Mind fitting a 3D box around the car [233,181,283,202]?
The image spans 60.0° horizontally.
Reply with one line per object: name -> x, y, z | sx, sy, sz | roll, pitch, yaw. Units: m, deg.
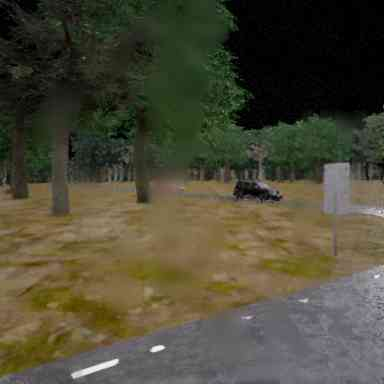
car -> 6.726, -0.097, 34.479 | 2.150, 2.045, 5.566 | 1, 2, -38

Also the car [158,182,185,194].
car -> -2.897, -0.664, 46.682 | 2.097, 1.767, 4.553 | 1, 2, -38
